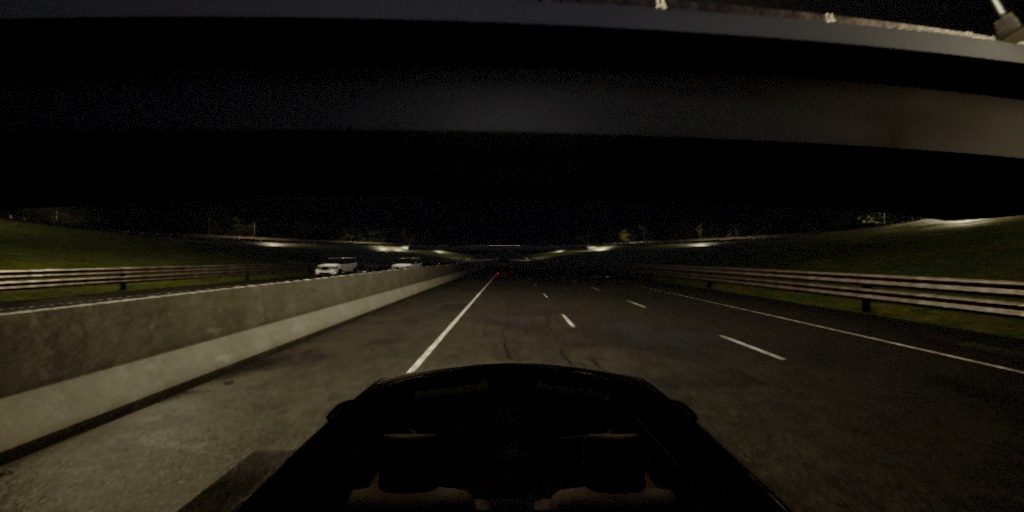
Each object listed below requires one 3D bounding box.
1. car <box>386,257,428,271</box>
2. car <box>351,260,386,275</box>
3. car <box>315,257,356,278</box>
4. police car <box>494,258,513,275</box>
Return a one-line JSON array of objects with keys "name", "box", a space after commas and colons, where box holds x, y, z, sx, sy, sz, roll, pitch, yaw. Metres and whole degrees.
[{"name": "car", "box": [-10.662, 1.144, 36.738, 2.150, 2.045, 5.566, 0, 0, 0]}, {"name": "car", "box": [-14.163, 1.417, 36.867, 2.128, 1.511, 4.902, 0, 0, 0]}, {"name": "car", "box": [-17.660, 1.147, 36.542, 2.150, 2.045, 5.566, 0, 0, 0]}, {"name": "police car", "box": [-1.196, 1.391, 43.965, 1.930, 1.638, 5.238, 0, 0, 0]}]
